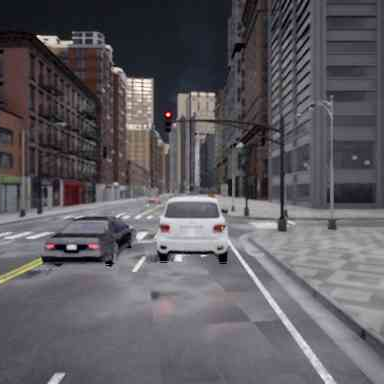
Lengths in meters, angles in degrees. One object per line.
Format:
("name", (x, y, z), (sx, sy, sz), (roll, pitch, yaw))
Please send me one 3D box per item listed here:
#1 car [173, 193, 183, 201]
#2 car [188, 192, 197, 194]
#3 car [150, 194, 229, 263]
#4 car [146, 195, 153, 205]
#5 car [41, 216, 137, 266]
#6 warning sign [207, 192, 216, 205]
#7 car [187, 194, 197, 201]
("car", (-3.246, 1.059, 76.199), (2.097, 1.767, 4.553), (0, 0, 0))
("car", (0.035, 1.068, 64.161), (2.150, 2.045, 5.566), (0, 0, 0))
("car", (0.139, 1.197, 11.997), (2.150, 2.045, 5.566), (0, 0, 3))
("car", (-6.555, 1.223, 57.004), (2.097, 1.767, 4.553), (0, 0, 0))
("car", (-3.222, 1.526, 11.429), (2.033, 1.411, 5.357), (0, 0, 0))
("warning sign", (2.851, 1.007, 49.715), (1.300, 1.860, 1.060), (0, 0, 0))
("car", (0.004, 1.244, 76.229), (2.033, 1.411, 5.357), (0, 0, 0))
